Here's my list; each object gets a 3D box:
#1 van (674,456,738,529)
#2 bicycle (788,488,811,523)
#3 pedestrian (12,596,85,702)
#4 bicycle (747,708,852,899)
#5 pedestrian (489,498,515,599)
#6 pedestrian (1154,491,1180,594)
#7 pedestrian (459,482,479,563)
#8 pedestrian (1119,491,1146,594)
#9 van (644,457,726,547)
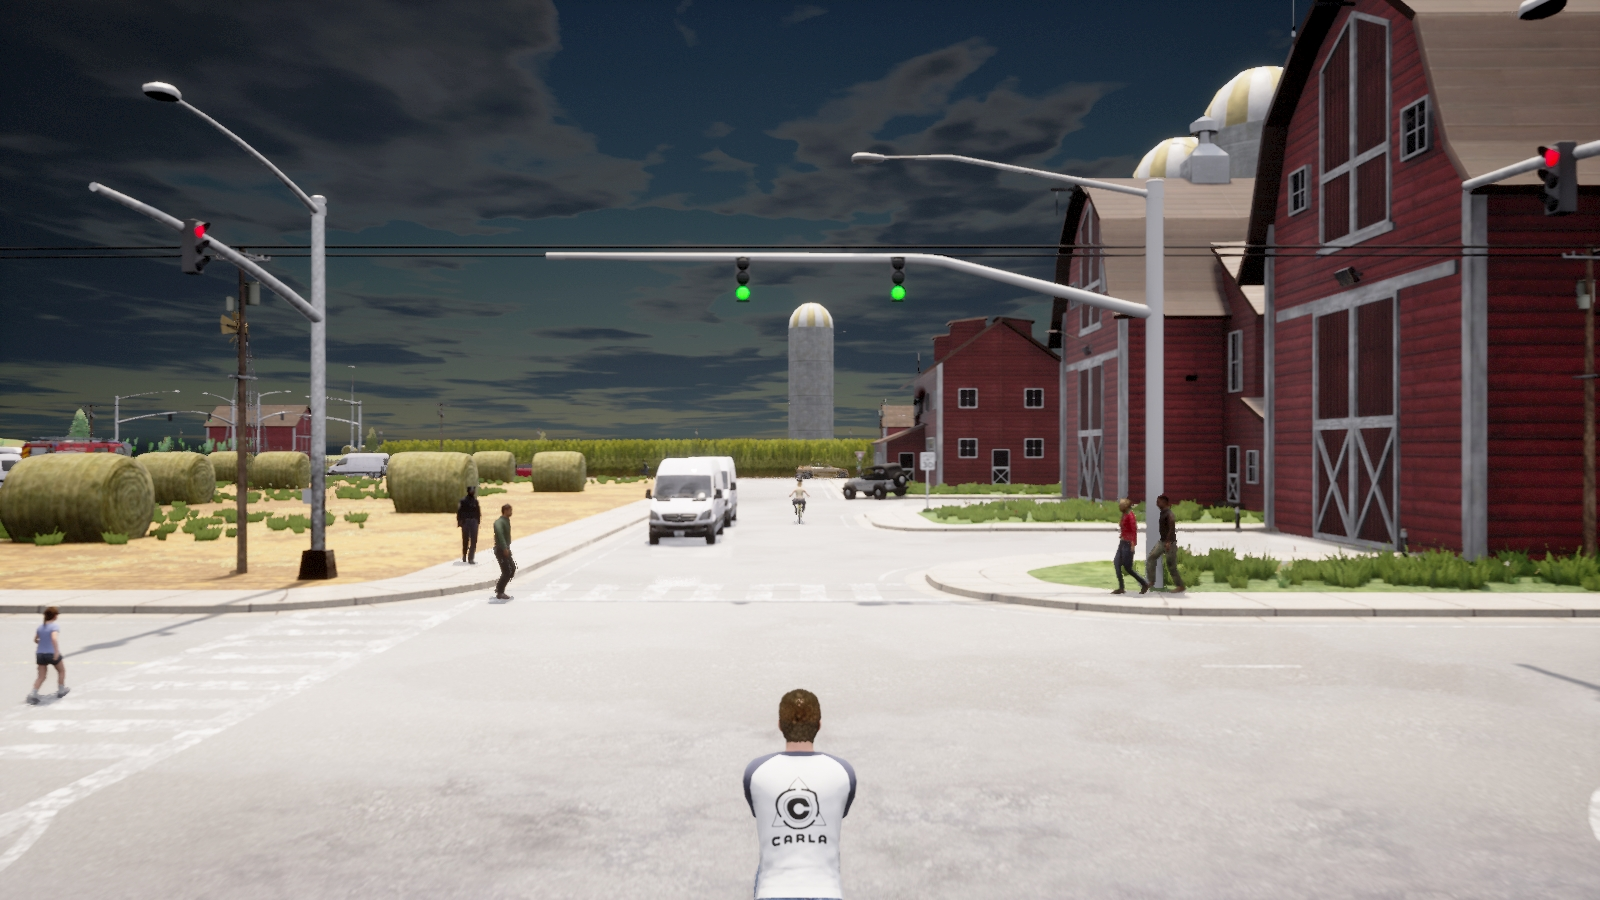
[{"bbox_3d":[-3.507,1.526,43.748,1.988,2.561,5.915,0,0,0],"label":"van"},{"bbox_3d":[-0.013,2.149,44.395,0.859,1.276,1.487,0,0,0],"label":"bicycle"},{"bbox_3d":[-8.476,2.234,12.899,0.500,1.100,0.500,0,0,1],"label":"pedestrian"},{"bbox_3d":[-0.001,2.032,4.890,0.373,1.496,1.643,0,-1,0],"label":"bicycle"},{"bbox_3d":[-5.561,1.835,21.323,0.375,1.860,0.375,0,0,0],"label":"pedestrian"},{"bbox_3d":[6.795,1.705,21.162,0.375,1.860,0.375,0,0,1],"label":"pedestrian"},{"bbox_3d":[-7.688,1.681,26.553,0.375,1.860,0.375,0,0,-30],"label":"pedestrian"},{"bbox_3d":[6.118,1.698,21.053,0.375,1.860,0.375,0,0,-3],"label":"pedestrian"},{"bbox_3d":[-3.506,1.519,36.025,1.988,2.561,5.915,0,0,0],"label":"van"}]
